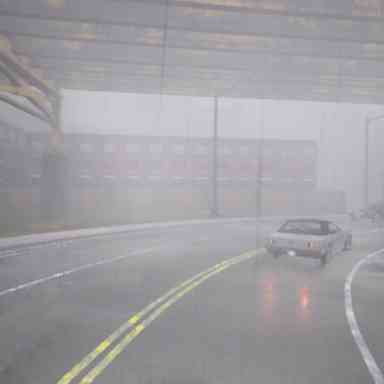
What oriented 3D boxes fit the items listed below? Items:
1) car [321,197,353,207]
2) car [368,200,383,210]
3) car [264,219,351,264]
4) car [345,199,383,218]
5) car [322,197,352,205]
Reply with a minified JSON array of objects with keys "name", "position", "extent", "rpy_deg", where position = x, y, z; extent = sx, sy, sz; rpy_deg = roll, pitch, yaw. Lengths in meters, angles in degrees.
[{"name":"car","position":[26.271,1.784,60.522],"extent":[2.038,1.542,4.974],"rpy_deg":[1,0,-41]},{"name":"car","position":[24.197,1.595,40.565],"extent":[1.853,1.218,4.536],"rpy_deg":[1,0,-36]},{"name":"car","position":[4.481,1.658,12.304],"extent":[1.895,1.301,4.718],"rpy_deg":[1,0,37]},{"name":"car","position":[13.300,1.343,23.434],"extent":[4.674,1.442,1.812],"rpy_deg":[1,0,-24]},{"name":"car","position":[26.307,1.627,60.483],"extent":[1.853,1.218,4.536],"rpy_deg":[1,0,-41]}]
